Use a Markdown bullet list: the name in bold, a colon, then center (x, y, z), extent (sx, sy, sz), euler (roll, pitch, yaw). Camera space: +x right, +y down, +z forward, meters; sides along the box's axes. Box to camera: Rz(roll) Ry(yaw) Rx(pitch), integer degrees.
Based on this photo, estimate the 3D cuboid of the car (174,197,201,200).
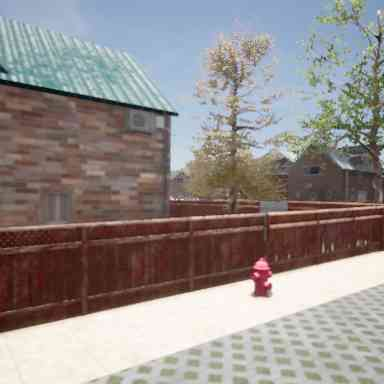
- **car**: center (-0.097, 1.522, 36.066), extent (2.150, 2.045, 5.566), euler (2, -2, -35)
